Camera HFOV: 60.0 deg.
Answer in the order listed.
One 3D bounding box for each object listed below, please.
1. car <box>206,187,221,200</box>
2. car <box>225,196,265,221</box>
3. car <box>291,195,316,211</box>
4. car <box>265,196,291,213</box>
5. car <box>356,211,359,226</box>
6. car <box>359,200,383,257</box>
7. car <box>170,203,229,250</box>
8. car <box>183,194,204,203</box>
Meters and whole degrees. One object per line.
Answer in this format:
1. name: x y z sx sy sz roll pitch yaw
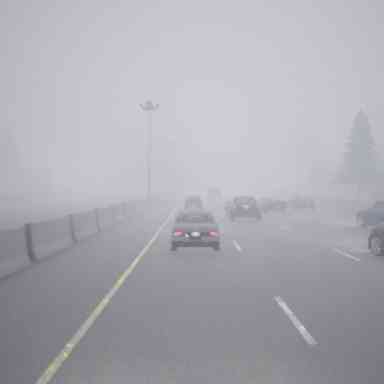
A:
1. car: 3.699 0.181 56.613 2.150 2.045 5.566 0 2 0
2. car: 3.643 1.046 24.401 2.097 1.767 4.553 0 1 0
3. car: 10.658 1.017 33.026 2.128 1.511 4.902 0 1 0
4. car: 7.153 1.058 30.296 1.882 1.535 5.008 0 1 0
5. car: 10.632 1.160 17.639 2.097 1.767 4.553 0 1 0
6. car: 7.114 1.264 9.609 2.097 1.767 4.553 0 1 0
7. car: 0.124 1.409 13.531 2.033 1.411 5.357 0 1 0
8. car: 0.162 0.975 35.272 1.837 1.490 4.892 0 2 0
